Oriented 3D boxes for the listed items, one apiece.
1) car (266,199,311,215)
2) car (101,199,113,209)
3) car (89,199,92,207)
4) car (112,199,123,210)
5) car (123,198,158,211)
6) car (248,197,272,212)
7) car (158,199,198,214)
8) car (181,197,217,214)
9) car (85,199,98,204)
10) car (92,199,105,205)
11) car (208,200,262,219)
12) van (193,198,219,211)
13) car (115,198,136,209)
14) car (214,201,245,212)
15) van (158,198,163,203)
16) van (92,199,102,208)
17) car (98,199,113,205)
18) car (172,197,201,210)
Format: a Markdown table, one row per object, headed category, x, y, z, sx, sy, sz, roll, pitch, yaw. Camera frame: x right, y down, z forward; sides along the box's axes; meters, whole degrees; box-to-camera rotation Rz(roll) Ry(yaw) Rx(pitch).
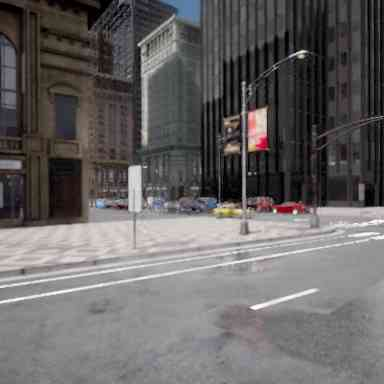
| category | x | y | z | sx | sy | sz | roll | pitch | yaw |
| --- | --- | --- | --- | --- | --- | --- | --- | --- | --- |
| car | 10.870 | 1.744 | 36.787 | 1.887 | 1.381 | 4.507 | -1 | 0 | -35 |
| car | -13.063 | 2.096 | 55.760 | 1.967 | 1.590 | 4.097 | -1 | 0 | -35 |
| car | -21.653 | 2.293 | 67.857 | 1.967 | 1.590 | 4.097 | -1 | 0 | -35 |
| car | -10.233 | 2.135 | 51.777 | 1.887 | 1.381 | 4.507 | -1 | 0 | -35 |
| car | -7.409 | 1.840 | 47.793 | 2.192 | 1.841 | 5.009 | -1 | 0 | -35 |
| car | 7.924 | 1.584 | 40.938 | 2.192 | 1.841 | 5.009 | -1 | 0 | -35 |
| car | -1.746 | 1.943 | 39.826 | 2.008 | 1.369 | 4.403 | -1 | 0 | -35 |
| car | 0.753 | 1.719 | 40.933 | 2.097 | 1.767 | 4.553 | 0 | -1 | -35 |
| car | -27.457 | 2.626 | 90.759 | 2.008 | 1.369 | 4.403 | -1 | 0 | -35 |
| car | -24.445 | 2.576 | 86.518 | 1.947 | 1.339 | 4.313 | -1 | 0 | -35 |
| car | 4.009 | 1.782 | 31.720 | 1.752 | 1.417 | 4.829 | -1 | 0 | -35 |
| van | 2.043 | 1.748 | 49.240 | 1.690 | 1.788 | 3.998 | -1 | 0 | -35 |
| car | -11.782 | 2.009 | 58.742 | 2.097 | 1.767 | 4.553 | 0 | 0 | -35 |
| car | 4.990 | 1.920 | 45.089 | 1.802 | 1.307 | 4.206 | -1 | 0 | -35 |
| van | -6.778 | 1.953 | 61.694 | 1.690 | 1.788 | 3.998 | -1 | 0 | -35 |
| van | -15.895 | 2.062 | 59.744 | 1.690 | 1.788 | 3.998 | -1 | 0 | -35 |
| car | -21.432 | 2.511 | 82.275 | 1.947 | 1.339 | 4.313 | -1 | 0 | -35 |
| car | -0.898 | 1.791 | 53.391 | 2.192 | 1.841 | 5.009 | -1 | 0 | -35 |
